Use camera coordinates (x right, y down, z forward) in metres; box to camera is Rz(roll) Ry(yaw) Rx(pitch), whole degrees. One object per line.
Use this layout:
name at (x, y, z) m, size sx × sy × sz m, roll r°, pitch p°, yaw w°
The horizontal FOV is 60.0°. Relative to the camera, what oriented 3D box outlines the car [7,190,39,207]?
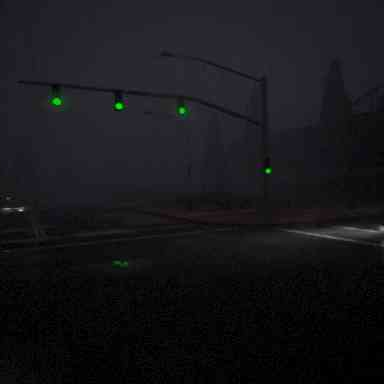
car at (-22.814, 0.833, 45.055) m, size 2.150 × 2.045 × 5.566 m, roll -2°, pitch 2°, yaw -3°
